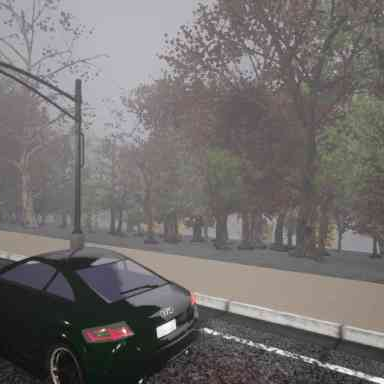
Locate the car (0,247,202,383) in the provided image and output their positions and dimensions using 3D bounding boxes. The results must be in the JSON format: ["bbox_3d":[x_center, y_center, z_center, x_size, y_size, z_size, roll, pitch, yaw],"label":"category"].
[{"bbox_3d":[-1.926,1.563,5.061,4.181,1.385,1.994,0,0,36],"label":"car"}]
